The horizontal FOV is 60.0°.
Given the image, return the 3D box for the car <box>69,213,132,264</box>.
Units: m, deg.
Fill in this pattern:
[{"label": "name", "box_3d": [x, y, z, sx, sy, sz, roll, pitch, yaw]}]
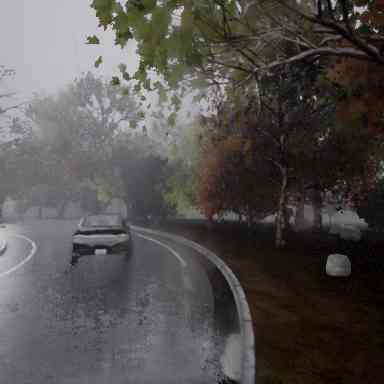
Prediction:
[{"label": "car", "box_3d": [-3.177, 1.491, 11.900, 2.128, 1.511, 4.902, 0, 0, -13]}]
